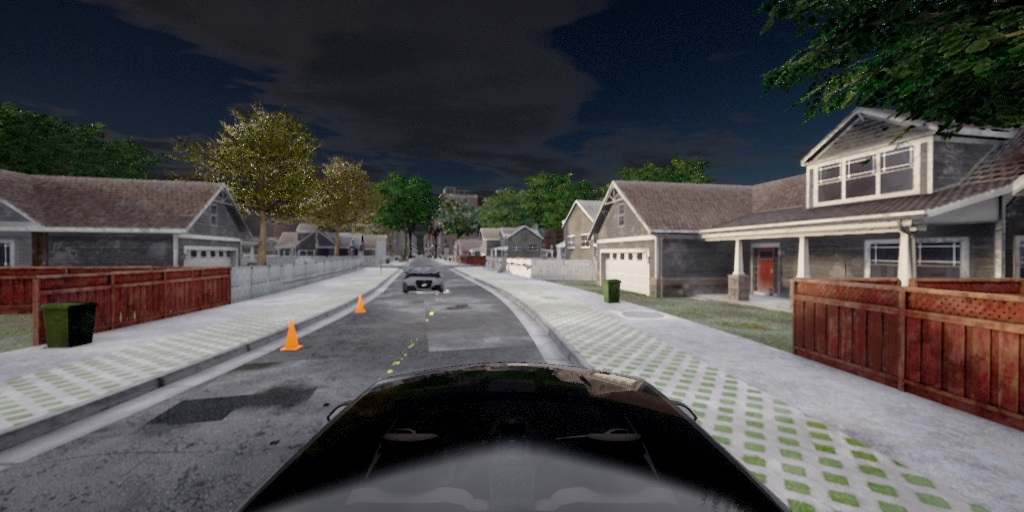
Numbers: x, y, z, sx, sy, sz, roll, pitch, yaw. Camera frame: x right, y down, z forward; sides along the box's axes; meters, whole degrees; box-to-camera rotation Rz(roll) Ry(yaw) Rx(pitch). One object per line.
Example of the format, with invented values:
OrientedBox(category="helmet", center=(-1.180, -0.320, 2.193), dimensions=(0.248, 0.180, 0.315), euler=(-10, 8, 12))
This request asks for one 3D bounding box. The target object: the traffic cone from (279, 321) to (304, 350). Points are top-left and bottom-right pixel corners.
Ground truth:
OrientedBox(category="traffic cone", center=(-4.689, 1.671, 7.633), dimensions=(0.340, 0.580, 0.340), euler=(0, 0, -5))

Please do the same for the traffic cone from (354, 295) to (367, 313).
OrientedBox(category="traffic cone", center=(-5.260, 1.642, 12.444), dimensions=(0.340, 0.580, 0.340), euler=(0, 0, -9))

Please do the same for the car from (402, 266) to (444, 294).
OrientedBox(category="car", center=(-4.748, 1.209, 19.233), dimensions=(1.994, 1.385, 4.181), euler=(0, 0, -15))
